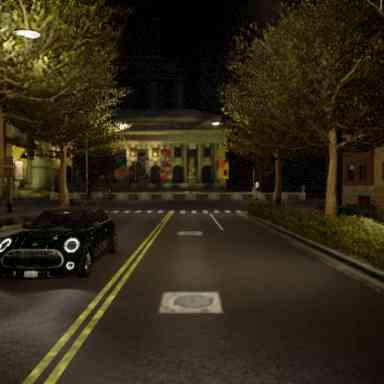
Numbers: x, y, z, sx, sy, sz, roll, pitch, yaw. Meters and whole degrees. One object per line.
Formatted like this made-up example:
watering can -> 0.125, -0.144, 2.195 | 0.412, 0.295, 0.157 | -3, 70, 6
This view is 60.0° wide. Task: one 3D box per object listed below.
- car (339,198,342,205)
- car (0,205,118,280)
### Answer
car -> 20.049, 1.048, 39.380 | 4.892, 1.490, 1.837 | 0, 0, 1
car -> -3.643, 1.240, 9.748 | 2.097, 1.767, 4.553 | 0, 1, 0
